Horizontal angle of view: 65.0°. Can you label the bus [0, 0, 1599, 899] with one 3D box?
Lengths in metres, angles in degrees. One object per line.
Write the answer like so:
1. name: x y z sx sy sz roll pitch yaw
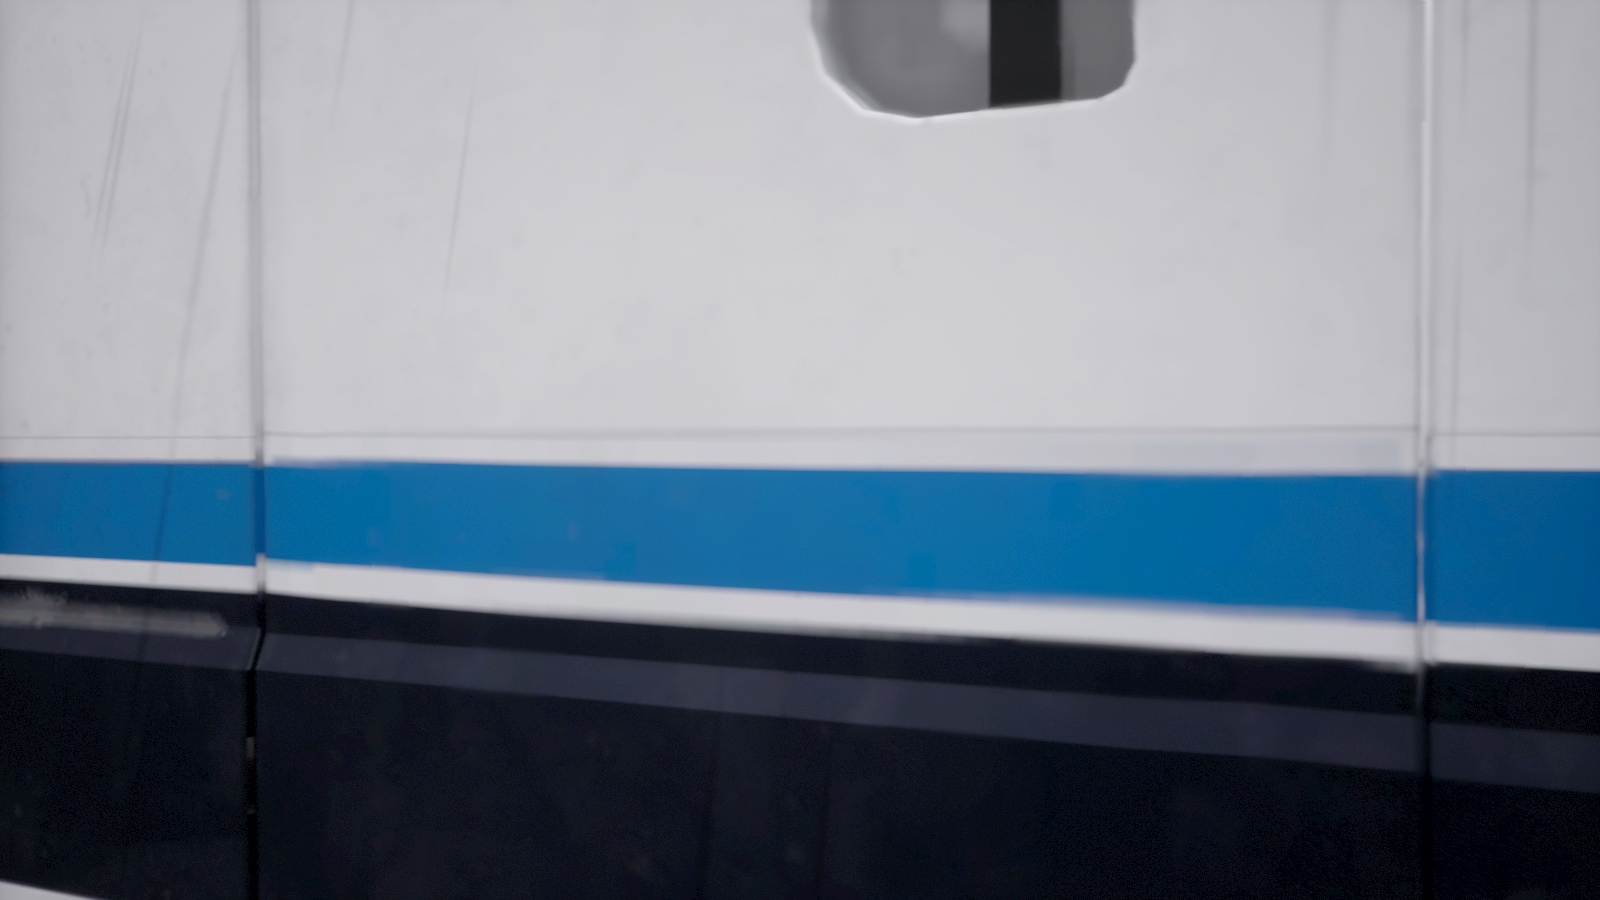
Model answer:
1. bus: -0.821 -0.605 3.388 10.273 4.253 3.944 1 1 23
